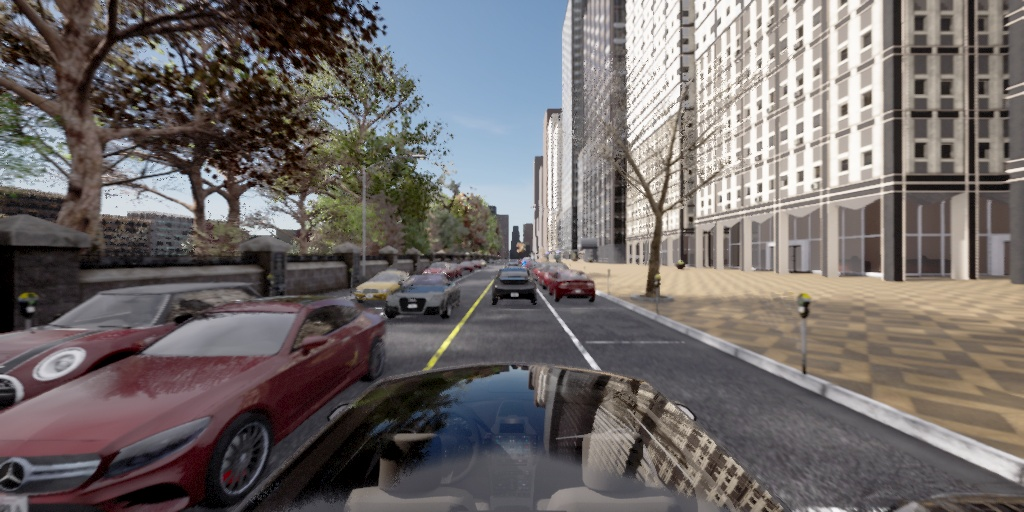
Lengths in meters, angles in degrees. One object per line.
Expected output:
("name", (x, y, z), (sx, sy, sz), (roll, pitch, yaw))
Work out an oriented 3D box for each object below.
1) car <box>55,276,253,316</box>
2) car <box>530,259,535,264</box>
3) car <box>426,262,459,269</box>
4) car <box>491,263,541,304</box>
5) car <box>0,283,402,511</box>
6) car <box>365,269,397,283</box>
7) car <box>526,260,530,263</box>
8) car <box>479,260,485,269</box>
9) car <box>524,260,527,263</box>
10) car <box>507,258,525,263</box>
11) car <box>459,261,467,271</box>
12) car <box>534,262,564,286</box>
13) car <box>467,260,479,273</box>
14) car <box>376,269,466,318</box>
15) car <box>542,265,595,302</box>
("car", (-5.691, 1.191, 5.611), (1.967, 1.591, 4.097), (0, 0, 0))
("car", (2.690, 1.210, 28.139), (1.967, 1.591, 4.097), (0, 0, 0))
("car", (-5.691, 1.210, 28.139), (1.967, 1.591, 4.097), (0, 0, 0))
("car", (0.100, 1.264, 16.343), (1.837, 1.490, 4.892), (0, 0, 0))
("car", (-3.075, 1.277, 4.508), (1.812, 1.442, 4.674), (0, 0, 0))
("car", (-5.691, 1.285, 16.706), (1.751, 1.417, 4.829), (0, 0, 0))
("car", (2.689, 1.327, 33.772), (2.007, 1.370, 4.403), (0, 0, 0))
("car", (-5.691, 1.351, 56.300), (1.888, 1.381, 4.507), (0, 0, 0))
("car", (2.689, 1.334, 39.404), (2.007, 1.370, 4.403), (0, 0, 0))
("car", (0.100, 1.275, 39.814), (2.128, 1.511, 4.902), (0, 0, 0))
("car", (-5.691, 1.321, 33.771), (1.888, 1.381, 4.507), (0, 0, 0))
("car", (2.690, 1.205, 22.507), (1.967, 1.591, 4.097), (0, 0, 0))
("car", (-5.691, 1.334, 45.036), (1.888, 1.381, 4.507), (0, 0, 0))
("car", (-3.000, 1.320, 12.796), (1.994, 1.385, 4.181), (0, 0, 0))
("car", (2.690, 1.305, 16.876), (1.888, 1.381, 4.507), (0, 0, 0))
